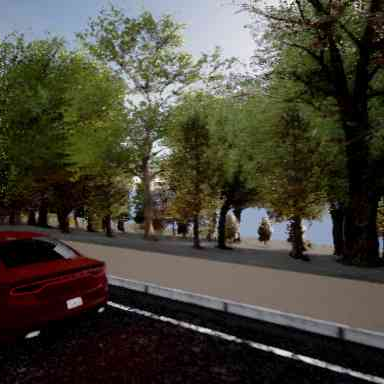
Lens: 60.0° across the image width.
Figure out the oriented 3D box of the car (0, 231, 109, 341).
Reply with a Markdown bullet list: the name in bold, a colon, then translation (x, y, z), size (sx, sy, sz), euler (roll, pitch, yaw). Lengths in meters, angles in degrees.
- **car**: translation (-3.750, 1.496, 6.362), size (5.008, 1.535, 1.882), euler (0, 0, 36)
